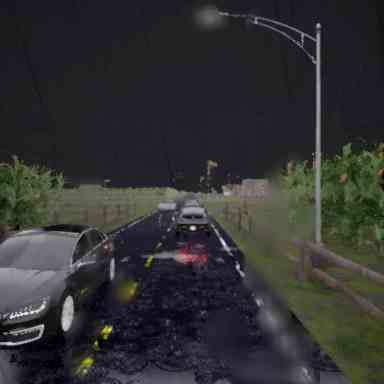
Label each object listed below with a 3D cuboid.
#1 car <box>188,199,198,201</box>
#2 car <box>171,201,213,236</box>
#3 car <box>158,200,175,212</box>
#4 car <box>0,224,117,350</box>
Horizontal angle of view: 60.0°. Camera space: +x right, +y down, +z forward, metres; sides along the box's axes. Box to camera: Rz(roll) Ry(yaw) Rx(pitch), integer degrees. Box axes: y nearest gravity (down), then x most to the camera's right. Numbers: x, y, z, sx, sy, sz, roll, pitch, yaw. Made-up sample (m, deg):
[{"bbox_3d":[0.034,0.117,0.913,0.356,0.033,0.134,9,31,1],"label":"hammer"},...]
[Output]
[{"bbox_3d":[0.102,1.550,38.624,1.994,1.385,4.181,0,0,0],"label":"car"},{"bbox_3d":[0.073,1.490,18.370,1.837,1.490,4.892,0,0,1],"label":"car"},{"bbox_3d":[-2.825,1.586,38.653,1.895,1.301,4.718,0,0,0],"label":"car"},{"bbox_3d":[-2.830,1.493,6.687,1.837,1.490,4.892,0,1,0],"label":"car"}]
